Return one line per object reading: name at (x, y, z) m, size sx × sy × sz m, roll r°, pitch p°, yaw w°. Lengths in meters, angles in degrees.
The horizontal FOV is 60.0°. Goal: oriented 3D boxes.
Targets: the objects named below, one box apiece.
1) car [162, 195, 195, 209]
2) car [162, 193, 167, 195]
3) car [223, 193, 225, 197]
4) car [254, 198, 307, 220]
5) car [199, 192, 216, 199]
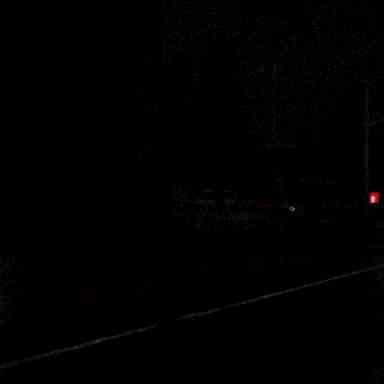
car at (-1.812, 1.493, 41.410) m, size 1.882 × 1.535 × 5.008 m, roll 0°, pitch 0°, yaw -37°
car at (-3.647, 1.367, 50.080) m, size 2.097 × 1.767 × 4.553 m, roll 0°, pitch 0°, yaw -35°
car at (7.046, 1.092, 94.350) m, size 1.905 × 1.878 × 3.866 m, roll 0°, pitch 0°, yaw -37°
car at (7.613, 1.367, 28.904) m, size 2.097 × 1.767 × 4.553 m, roll 0°, pitch 0°, yaw -37°
car at (4.957, 1.113, 92.288) m, size 1.932 × 1.855 × 4.605 m, roll 0°, pitch 0°, yaw -37°
